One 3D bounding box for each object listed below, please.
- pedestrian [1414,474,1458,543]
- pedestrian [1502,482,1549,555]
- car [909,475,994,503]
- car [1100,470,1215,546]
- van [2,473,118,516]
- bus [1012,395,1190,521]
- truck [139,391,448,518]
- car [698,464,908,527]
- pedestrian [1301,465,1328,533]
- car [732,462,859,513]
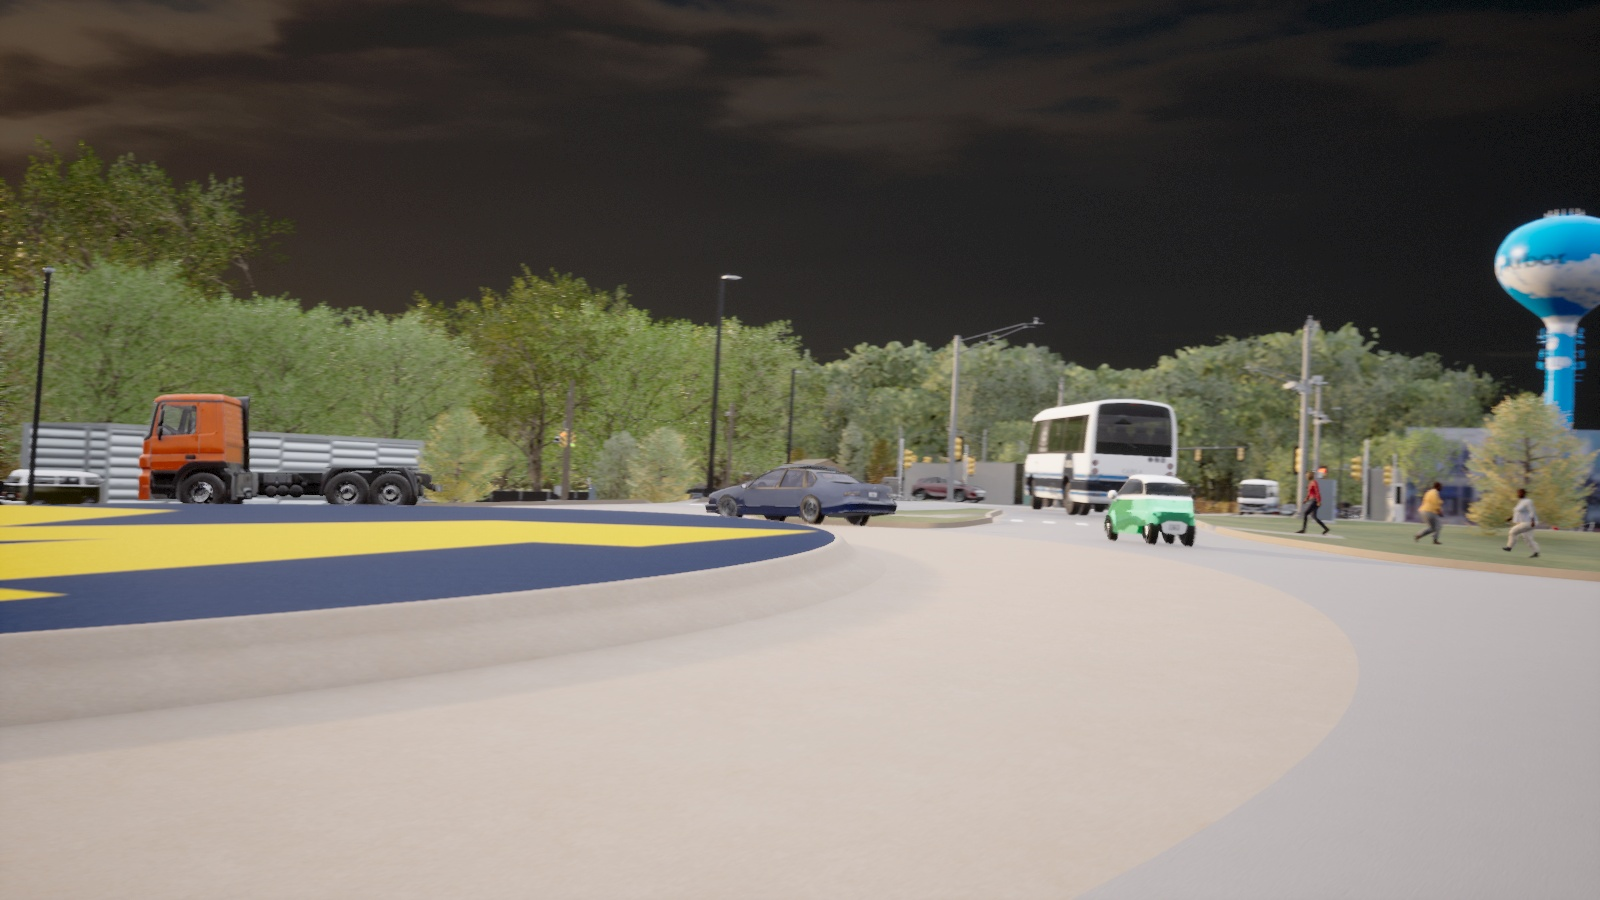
[{"bbox_3d":[17.646,1.633,34.878,0.900,1.855,0.874,2,-3,17],"label":"pedestrian"},{"bbox_3d":[19.056,1.807,32.998,0.900,1.855,0.874,2,-3,20],"label":"pedestrian"},{"bbox_3d":[9.327,2.406,77.610,4.856,1.649,2.033,-1,-5,40],"label":"car"},{"bbox_3d":[7.056,1.138,24.954,1.481,1.376,2.207,3,-2,-5],"label":"car"},{"bbox_3d":[-37.027,2.225,62.965,2.069,2.038,4.480,1,-1,31],"label":"van"},{"bbox_3d":[11.487,0.331,49.375,3.944,4.253,10.273,3,-1,-2],"label":"bus"},{"bbox_3d":[-14.492,0.176,36.636,7.936,3.462,2.891,0,-2,-12],"label":"truck"},{"bbox_3d":[-0.016,1.154,31.336,2.033,1.411,5.357,5,-5,-44],"label":"car"},{"bbox_3d":[14.172,1.342,34.588,0.636,1.846,0.331,2,-3,21],"label":"pedestrian"},{"bbox_3d":[-0.117,1.234,42.247,3.988,1.617,1.851,1,0,-39],"label":"car"}]
